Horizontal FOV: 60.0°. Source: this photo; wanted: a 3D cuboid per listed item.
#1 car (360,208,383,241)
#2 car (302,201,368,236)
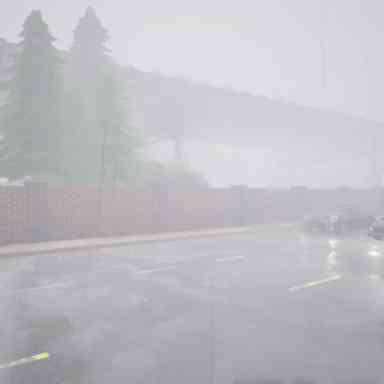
[{"bbox_3d":[10.409,1.537,15.650,5.357,1.411,2.033,0,0,-35],"label":"car"},{"bbox_3d":[8.127,1.341,18.327,4.553,1.767,2.097,0,0,-35],"label":"car"}]
